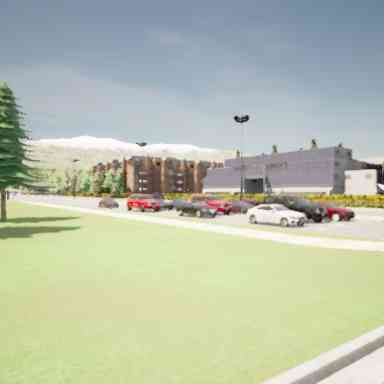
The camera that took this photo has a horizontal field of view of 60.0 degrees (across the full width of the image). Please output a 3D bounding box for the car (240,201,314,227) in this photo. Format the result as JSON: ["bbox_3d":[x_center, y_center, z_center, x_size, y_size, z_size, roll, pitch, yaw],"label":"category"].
[{"bbox_3d":[5.879,1.602,23.551,1.812,1.442,4.674,0,0,-35],"label":"car"}]

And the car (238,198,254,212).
[{"bbox_3d":[5.077,1.652,36.458,2.033,1.411,5.357,0,0,-36],"label":"car"}]

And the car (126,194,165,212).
[{"bbox_3d":[-5.892,1.296,39.632,2.150,2.045,5.566,0,0,-36],"label":"car"}]

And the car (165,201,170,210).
[{"bbox_3d":[-4.369,1.637,43.484,2.033,1.411,5.357,0,0,-36],"label":"car"}]

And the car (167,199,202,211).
[{"bbox_3d":[-1.144,1.651,45.002,2.033,1.411,5.357,0,0,-35],"label":"car"}]

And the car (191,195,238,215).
[{"bbox_3d":[1.817,1.312,34.996,2.150,2.045,5.566,0,0,-36],"label":"car"}]

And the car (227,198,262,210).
[{"bbox_3d":[7.409,1.616,47.165,1.882,1.535,5.008,0,0,-36],"label":"car"}]

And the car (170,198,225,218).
[{"bbox_3d":[0.392,1.567,31.011,2.128,1.511,4.902,0,0,-36],"label":"car"}]

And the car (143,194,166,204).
[{"bbox_3d":[-7.672,1.355,68.019,2.150,2.045,5.566,0,-1,-36],"label":"car"}]

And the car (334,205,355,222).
[{"bbox_3d":[11.164,1.583,28.142,1.882,1.535,5.008,0,0,-36],"label":"car"}]

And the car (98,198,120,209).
[{"bbox_3d":[-12.138,1.600,48.327,1.812,1.442,4.674,0,0,-35],"label":"car"}]

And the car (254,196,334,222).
[{"bbox_3d":[7.975,1.312,26.574,2.150,2.045,5.566,0,0,-36],"label":"car"}]
